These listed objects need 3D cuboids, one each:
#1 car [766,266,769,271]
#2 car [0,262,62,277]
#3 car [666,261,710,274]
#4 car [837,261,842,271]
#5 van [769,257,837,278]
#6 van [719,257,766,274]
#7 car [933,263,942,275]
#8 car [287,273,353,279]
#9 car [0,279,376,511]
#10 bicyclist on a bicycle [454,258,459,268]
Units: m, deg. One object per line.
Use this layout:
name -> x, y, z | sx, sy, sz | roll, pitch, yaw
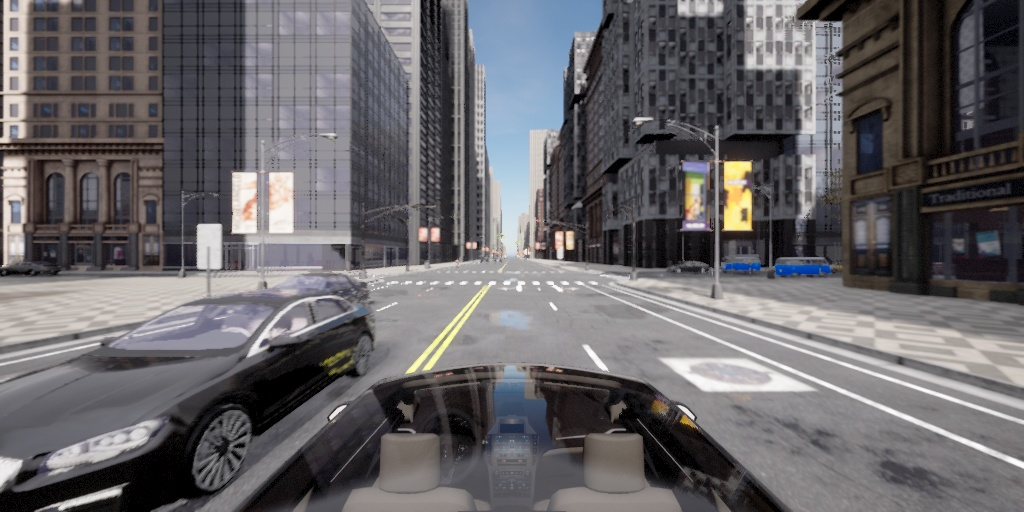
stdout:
car -> 30.191, 1.190, 39.015 | 4.829, 1.417, 1.751 | 0, 0, 0
car -> -49.304, 1.332, 36.668 | 4.902, 1.511, 2.128 | 0, 0, 1
car -> 19.124, 1.237, 39.061 | 4.403, 1.370, 2.007 | 0, 0, 0
car -> 35.809, 1.180, 38.991 | 4.829, 1.417, 1.751 | 0, 0, 0
van -> 24.709, 1.012, 30.512 | 3.998, 1.789, 1.690 | 0, 0, 0
van -> 24.743, 1.016, 39.037 | 3.998, 1.789, 1.690 | 0, 0, 0
car -> 35.946, 1.233, 30.466 | 4.207, 1.307, 1.802 | 0, 0, 0
car -> -6.582, 1.290, 12.034 | 2.033, 1.411, 5.357 | 0, 0, 0
car -> -3.346, 1.240, 4.534 | 2.128, 1.511, 4.902 | 0, 0, 0
bicyclist on a bicycle -> -8.792, 1.159, 57.208 | 0.866, 1.612, 1.509 | 0, 0, 0
